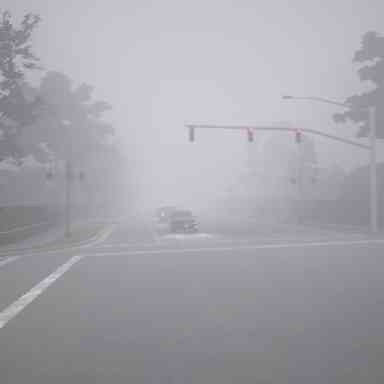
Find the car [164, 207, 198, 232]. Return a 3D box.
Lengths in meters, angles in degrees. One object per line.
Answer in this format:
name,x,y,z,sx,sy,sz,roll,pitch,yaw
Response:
car,-0.762,2.139,25.039,1.837,1.490,4.892,0,-1,-9

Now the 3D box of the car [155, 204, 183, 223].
car,-2.380,2.245,34.883,2.097,1.767,4.553,0,-1,-9

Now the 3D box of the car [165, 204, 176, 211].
car,-4.701,3.329,71.222,1.812,1.442,4.674,0,-1,-9

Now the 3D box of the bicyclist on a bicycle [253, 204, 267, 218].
bicyclist on a bicycle,7.754,2.168,37.863,1.656,1.620,0.582,0,-1,-9

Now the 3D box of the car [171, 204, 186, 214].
car,-2.439,2.958,58.080,2.128,1.511,4.902,0,-1,-9

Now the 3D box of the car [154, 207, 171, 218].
car,-3.986,2.716,44.705,1.994,1.385,4.181,0,-1,-9
